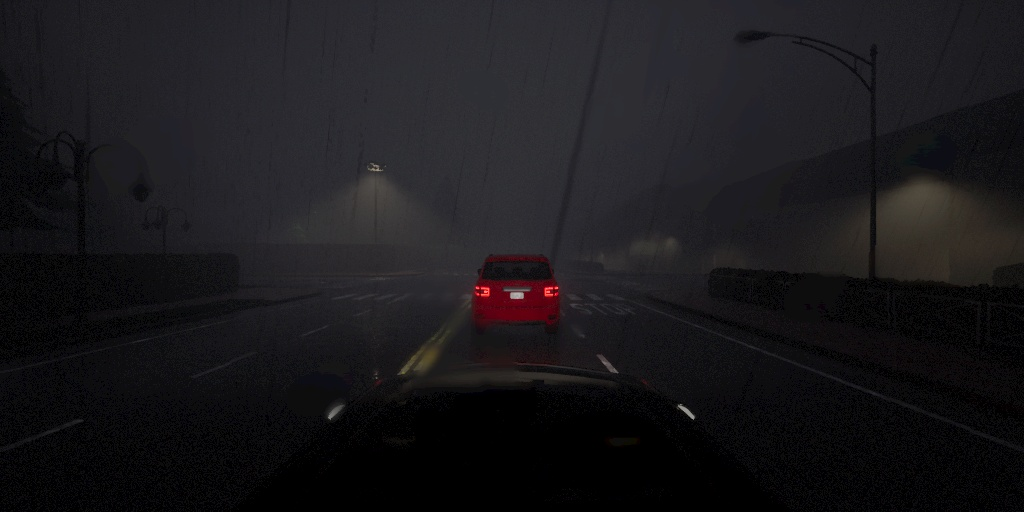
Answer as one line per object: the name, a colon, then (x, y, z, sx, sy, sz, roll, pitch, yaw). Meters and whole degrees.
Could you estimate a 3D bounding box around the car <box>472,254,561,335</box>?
car: (0.117, 0.971, 10.625, 2.150, 2.045, 5.566, 0, 0, 0)

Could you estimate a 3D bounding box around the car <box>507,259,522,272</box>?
car: (0.348, 1.227, 46.351, 1.882, 1.535, 5.008, 0, 0, 1)
